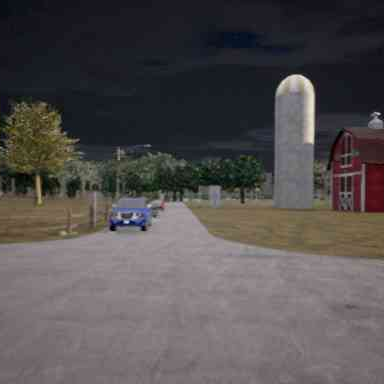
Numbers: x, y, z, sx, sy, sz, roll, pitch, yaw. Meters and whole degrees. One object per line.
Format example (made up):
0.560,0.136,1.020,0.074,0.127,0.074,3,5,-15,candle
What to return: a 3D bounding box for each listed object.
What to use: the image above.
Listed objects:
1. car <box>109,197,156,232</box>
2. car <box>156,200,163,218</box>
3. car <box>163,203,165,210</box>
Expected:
-3.789,1.342,21.382,2.150,2.045,5.566,1,-1,-3,car
-4.322,1.778,33.606,2.033,1.411,5.357,1,-1,-2,car
-4.856,1.855,46.478,1.882,1.535,5.008,1,-1,-2,car
